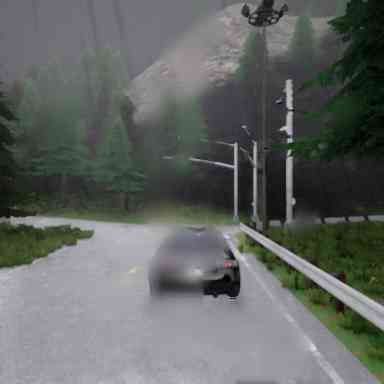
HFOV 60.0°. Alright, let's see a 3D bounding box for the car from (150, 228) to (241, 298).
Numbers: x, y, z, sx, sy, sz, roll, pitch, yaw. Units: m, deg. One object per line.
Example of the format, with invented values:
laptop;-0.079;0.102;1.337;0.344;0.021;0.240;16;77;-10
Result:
car;0.082;1.629;8.730;1.994;1.385;4.181;0;0;0
